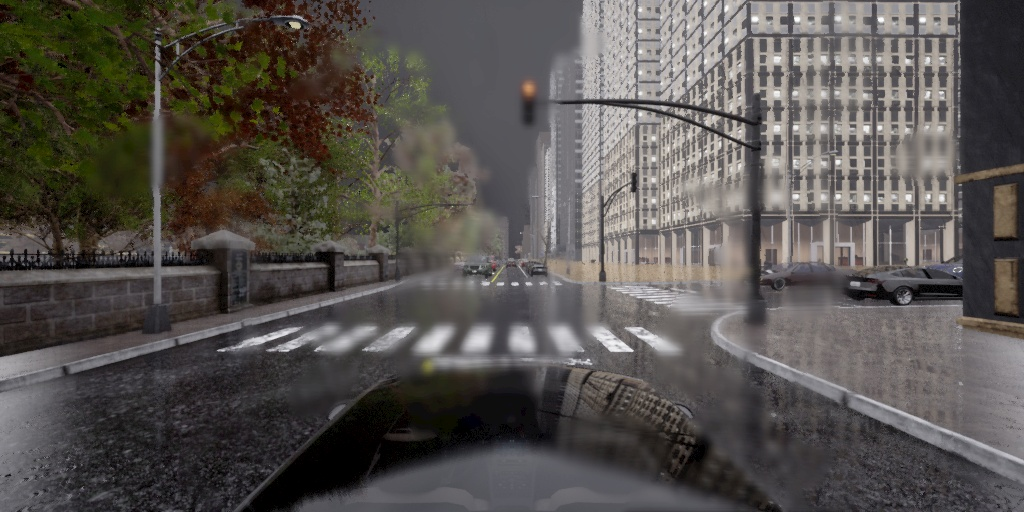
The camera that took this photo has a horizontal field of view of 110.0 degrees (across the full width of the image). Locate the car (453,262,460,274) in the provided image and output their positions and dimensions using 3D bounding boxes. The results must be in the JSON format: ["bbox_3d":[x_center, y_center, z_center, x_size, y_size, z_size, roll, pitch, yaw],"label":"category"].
[{"bbox_3d":[-5.757,1.350,41.321,1.802,1.307,4.207,0,0,0],"label":"car"}]

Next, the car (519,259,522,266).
[{"bbox_3d":[2.587,1.336,63.865,1.888,1.381,4.507,0,0,0],"label":"car"}]

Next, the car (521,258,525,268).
[{"bbox_3d":[2.614,1.338,46.967,1.948,1.339,4.313,0,0,0],"label":"car"}]

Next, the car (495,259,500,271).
[{"bbox_3d":[-3.173,0.996,47.076,2.150,2.045,5.566,0,0,0],"label":"car"}]

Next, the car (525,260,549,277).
[{"bbox_3d":[2.633,1.330,35.702,1.948,1.339,4.313,0,0,0],"label":"car"}]

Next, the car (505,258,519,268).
[{"bbox_3d":[-0.103,1.294,62.533,1.837,1.490,4.892,0,0,0],"label":"car"}]

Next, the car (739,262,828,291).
[{"bbox_3d":[15.111,1.025,18.937,5.357,1.411,2.033,-1,0,0],"label":"car"}]

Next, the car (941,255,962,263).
[{"bbox_3d":[24.509,0.669,19.002,4.553,1.767,2.097,-1,0,0],"label":"car"}]

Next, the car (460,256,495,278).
[{"bbox_3d":[-3.124,0.984,33.800,2.150,2.045,5.566,0,0,2],"label":"car"}]

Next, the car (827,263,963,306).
[{"bbox_3d":[14.666,1.026,13.139,4.313,1.339,1.948,0,0,0],"label":"car"}]

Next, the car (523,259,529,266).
[{"bbox_3d":[2.623,1.334,41.335,1.948,1.339,4.313,0,0,0],"label":"car"}]

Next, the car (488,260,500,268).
[{"bbox_3d":[-3.151,1.355,63.135,1.994,1.385,4.181,0,0,0],"label":"car"}]
